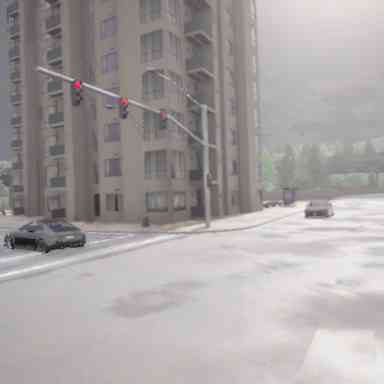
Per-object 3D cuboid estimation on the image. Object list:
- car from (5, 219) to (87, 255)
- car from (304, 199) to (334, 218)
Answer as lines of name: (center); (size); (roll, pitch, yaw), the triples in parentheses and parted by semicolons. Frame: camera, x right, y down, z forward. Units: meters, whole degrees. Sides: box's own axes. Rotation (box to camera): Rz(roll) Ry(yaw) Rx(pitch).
car: (-6.725, 1.950, 15.195); (4.181, 1.385, 1.994); (-3, 0, 36)
car: (10.823, 1.385, 28.293); (1.882, 1.535, 5.008); (-2, 1, 29)
